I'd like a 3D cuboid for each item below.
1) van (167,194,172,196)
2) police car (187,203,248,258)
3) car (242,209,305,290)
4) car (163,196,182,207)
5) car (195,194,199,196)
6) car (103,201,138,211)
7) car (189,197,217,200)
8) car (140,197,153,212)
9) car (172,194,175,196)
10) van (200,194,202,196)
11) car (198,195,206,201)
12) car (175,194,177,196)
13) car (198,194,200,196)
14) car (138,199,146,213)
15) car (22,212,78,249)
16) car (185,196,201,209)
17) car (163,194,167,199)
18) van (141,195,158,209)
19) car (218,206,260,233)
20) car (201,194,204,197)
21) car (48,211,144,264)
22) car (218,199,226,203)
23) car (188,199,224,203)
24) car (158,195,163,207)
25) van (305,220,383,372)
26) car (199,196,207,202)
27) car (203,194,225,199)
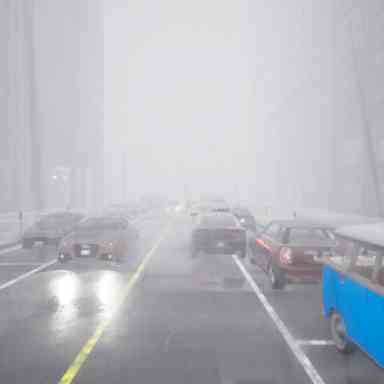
[{"bbox_3d":[-5.817,1.453,70.819,1.690,1.788,3.998,0,0,0],"label":"van"},{"bbox_3d":[0.890,1.440,12.969,1.930,1.638,5.238,0,0,0],"label":"police car"},{"bbox_3d":[2.757,1.449,9.136,1.967,1.590,4.097,0,0,0],"label":"car"},{"bbox_3d":[-3.112,1.680,53.577,1.895,1.301,4.718,0,0,0],"label":"car"},{"bbox_3d":[-0.052,1.673,67.044,1.994,1.385,4.181,0,0,0],"label":"car"},{"bbox_3d":[-5.782,1.584,25.943,2.008,1.369,4.403,0,0,0],"label":"car"},{"bbox_3d":[0.877,1.515,28.859,1.882,1.535,5.008,0,0,0],"label":"car"},{"bbox_3d":[-5.791,1.576,36.992,1.752,1.417,4.829,0,0,0],"label":"car"},{"bbox_3d":[-5.822,1.437,76.428,2.192,1.841,5.009,0,0,0],"label":"car"},{"bbox_3d":[2.717,1.431,59.618,1.690,1.788,3.998,0,0,0],"label":"van"},{"bbox_3d":[2.695,1.583,87.663,1.967,1.590,4.097,0,0,0],"label":"car"},{"bbox_3d":[-5.831,1.695,87.647,2.008,1.369,4.403,0,0,0],"label":"car"},{"bbox_3d":[2.708,1.425,70.836,2.192,1.841,5.009,0,0,0],"label":"car"},{"bbox_3d":[-5.786,1.624,31.552,1.802,1.307,4.206,0,0,0],"label":"car"},{"bbox_3d":[-5.773,1.584,14.724,1.947,1.339,4.313,0,0,0],"label":"car"},{"bbox_3d":[-0.034,1.615,46.868,2.033,1.411,5.357,0,0,0],"label":"car"},{"bbox_3d":[-5.804,1.396,53.990,2.192,1.841,5.009,0,0,0],"label":"car"},{"bbox_3d":[-5.795,1.402,42.771,1.690,1.788,3.998,0,0,0],"label":"van"},{"bbox_3d":[2.748,1.590,20.353,1.947,1.339,4.313,0,0,0],"label":"car"},{"bbox_3d":[2.730,1.375,42.790,2.192,1.841,5.009,0,0,0],"label":"car"},{"bbox_3d":[-3.109,1.577,11.740,1.994,1.385,4.181,0,0,0],"label":"car"},{"bbox_3d":[2.739,1.623,31.572,1.802,1.307,4.206,0,0,0],"label":"car"},{"bbox_3d":[0.835,1.507,22.852,1.882,1.535,5.008,0,0,-1],"label":"car"},{"bbox_3d":[-5.800,1.511,48.381,1.967,1.590,4.097,0,0,0],"label":"car"},{"bbox_3d":[2.761,1.344,3.527,1.690,1.788,3.998,0,0,0],"label":"van"},{"bbox_3d":[2.699,1.676,82.054,1.887,1.381,4.507,0,0,0],"label":"car"},{"bbox_3d":[2.734,1.365,37.181,2.192,1.841,5.009,0,0,0],"label":"car"}]
